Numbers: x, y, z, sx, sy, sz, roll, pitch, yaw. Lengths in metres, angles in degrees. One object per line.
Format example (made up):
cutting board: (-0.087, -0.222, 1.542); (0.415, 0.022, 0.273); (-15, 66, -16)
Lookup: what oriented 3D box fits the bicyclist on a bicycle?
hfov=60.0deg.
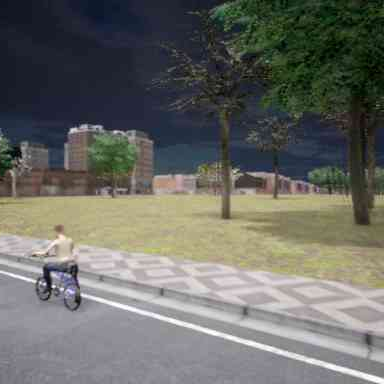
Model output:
bicyclist on a bicycle: (-2.667, 1.439, 6.562); (1.509, 1.612, 0.866); (0, 0, 36)
